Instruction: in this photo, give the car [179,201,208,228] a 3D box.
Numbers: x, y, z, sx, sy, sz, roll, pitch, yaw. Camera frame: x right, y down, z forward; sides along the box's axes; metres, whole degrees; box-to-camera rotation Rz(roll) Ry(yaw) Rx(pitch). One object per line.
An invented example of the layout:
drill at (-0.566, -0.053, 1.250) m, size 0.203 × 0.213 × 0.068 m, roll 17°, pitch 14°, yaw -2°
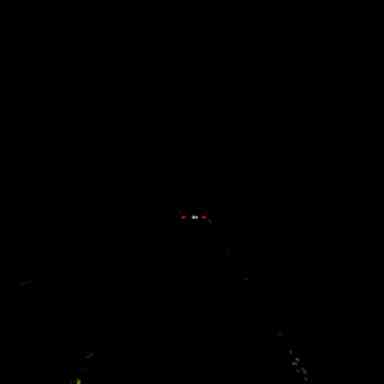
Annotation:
car at (0.104, 1.576, 22.485) m, size 2.033 × 1.411 × 5.357 m, roll 0°, pitch 0°, yaw 0°
